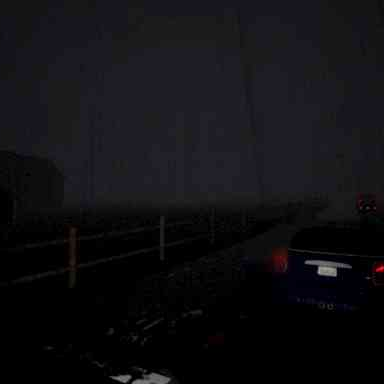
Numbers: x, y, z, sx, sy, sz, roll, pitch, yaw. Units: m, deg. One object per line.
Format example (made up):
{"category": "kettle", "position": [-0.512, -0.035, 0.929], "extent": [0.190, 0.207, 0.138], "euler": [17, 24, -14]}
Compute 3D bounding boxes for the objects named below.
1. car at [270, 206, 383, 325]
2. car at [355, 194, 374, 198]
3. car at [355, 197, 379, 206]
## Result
{"category": "car", "position": [3.336, 1.352, 7.424], "extent": [2.097, 1.767, 4.553], "euler": [0, 0, 30]}
{"category": "car", "position": [22.408, 1.252, 43.005], "extent": [2.150, 2.045, 5.566], "euler": [0, 0, 26]}
{"category": "car", "position": [17.791, 1.563, 33.676], "extent": [2.033, 1.411, 5.357], "euler": [0, 0, 28]}
